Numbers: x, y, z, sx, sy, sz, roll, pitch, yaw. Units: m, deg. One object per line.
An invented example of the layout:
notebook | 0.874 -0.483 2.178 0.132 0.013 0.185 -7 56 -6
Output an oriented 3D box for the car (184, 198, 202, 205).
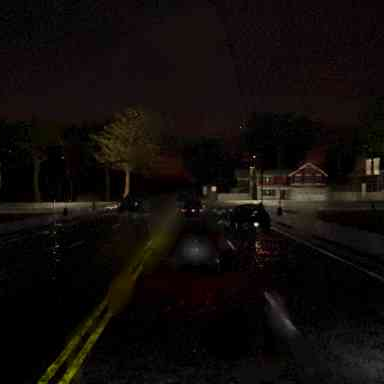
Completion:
car | 0.092 1.451 27.450 2.033 1.411 5.357 0 0 0

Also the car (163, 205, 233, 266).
car | 0.098 1.437 11.482 1.882 1.535 5.008 0 0 0

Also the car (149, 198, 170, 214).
car | -3.276 1.387 34.260 1.837 1.490 4.892 0 0 0

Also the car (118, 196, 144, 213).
car | -6.515 1.223 35.668 2.097 1.767 4.553 0 0 0

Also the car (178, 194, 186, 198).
car | -2.804 1.163 95.573 1.994 1.385 4.181 0 0 0

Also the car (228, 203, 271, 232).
car | 3.346 1.435 19.747 1.837 1.490 4.892 0 0 0
